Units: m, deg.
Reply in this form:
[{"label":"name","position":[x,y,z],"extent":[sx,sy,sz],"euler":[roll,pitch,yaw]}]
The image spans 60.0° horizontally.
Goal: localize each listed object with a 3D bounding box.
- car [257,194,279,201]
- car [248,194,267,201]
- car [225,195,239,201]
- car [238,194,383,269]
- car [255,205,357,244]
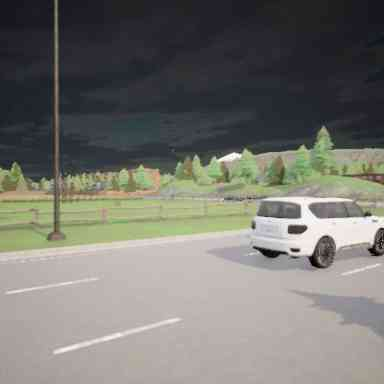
[{"label":"car","position":[18.042,1.226,79.523],"extent":[2.128,1.511,4.902],"euler":[0,0,-36]},{"label":"car","position":[15.216,1.271,77.459],"extent":[1.994,1.385,4.181],"euler":[0,0,-36]},{"label":"car","position":[9.563,1.293,73.330],"extent":[2.033,1.411,5.357],"euler":[0,0,-36]},{"label":"car","position":[4.425,1.173,11.202],"extent":[5.566,2.045,2.150],"euler":[0,0,-35]},{"label":"car","position":[5.755,1.477,16.449],"extent":[5.357,1.411,2.033],"euler":[0,0,-35]}]
